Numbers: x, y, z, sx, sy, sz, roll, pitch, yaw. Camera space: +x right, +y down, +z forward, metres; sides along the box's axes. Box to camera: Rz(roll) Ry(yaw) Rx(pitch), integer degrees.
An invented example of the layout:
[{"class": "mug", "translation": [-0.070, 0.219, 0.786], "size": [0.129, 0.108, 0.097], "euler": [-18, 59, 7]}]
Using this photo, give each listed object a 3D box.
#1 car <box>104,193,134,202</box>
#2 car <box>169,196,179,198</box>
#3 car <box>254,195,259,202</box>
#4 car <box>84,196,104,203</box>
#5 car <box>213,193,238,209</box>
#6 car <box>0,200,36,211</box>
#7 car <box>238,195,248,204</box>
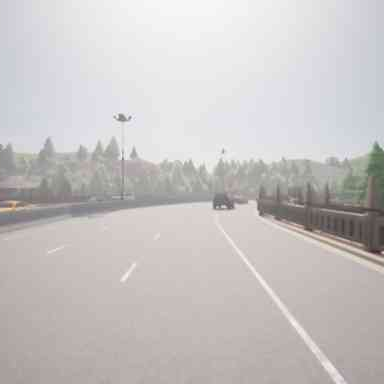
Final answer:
[{"class": "car", "translation": [-11.647, 1.133, 55.356], "size": [2.150, 2.045, 5.566], "euler": [0, 0, 20]}, {"class": "car", "translation": [-3.448, 1.414, 65.637], "size": [1.994, 1.385, 4.181], "euler": [0, 0, 25]}, {"class": "car", "translation": [14.542, 1.270, 68.867], "size": [1.994, 1.385, 4.181], "euler": [0, 0, 34]}, {"class": "car", "translation": [-15.622, 1.456, 54.369], "size": [1.812, 1.442, 4.674], "euler": [0, 0, 18]}, {"class": "car", "translation": [4.120, 1.112, 43.079], "size": [2.150, 2.045, 5.566], "euler": [0, 0, 15]}, {"class": "car", "translation": [-13.842, 1.435, 25.302], "size": [1.882, 1.535, 5.008], "euler": [0, 0, 3]}, {"class": "car", "translation": [8.360, 1.310, 58.271], "size": [1.882, 1.535, 5.008], "euler": [0, 0, 28]}]
